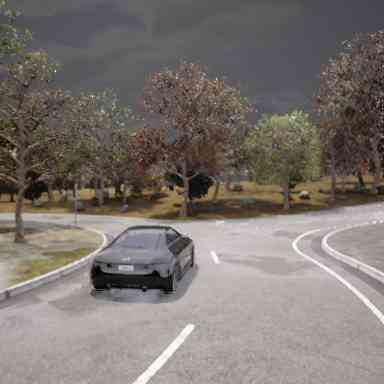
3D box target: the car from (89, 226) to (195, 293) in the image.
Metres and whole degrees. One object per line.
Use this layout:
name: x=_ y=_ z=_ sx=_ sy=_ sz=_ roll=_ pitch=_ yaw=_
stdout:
car: x=-1.117 y=1.614 z=9.120 sx=1.994 sy=1.385 sz=4.181 roll=0 pitch=0 yaw=8
